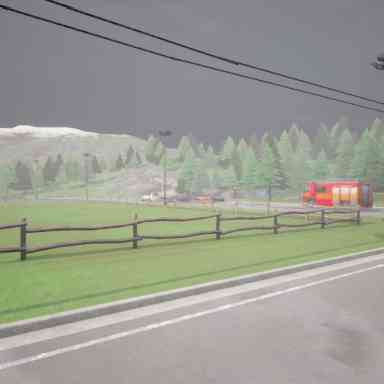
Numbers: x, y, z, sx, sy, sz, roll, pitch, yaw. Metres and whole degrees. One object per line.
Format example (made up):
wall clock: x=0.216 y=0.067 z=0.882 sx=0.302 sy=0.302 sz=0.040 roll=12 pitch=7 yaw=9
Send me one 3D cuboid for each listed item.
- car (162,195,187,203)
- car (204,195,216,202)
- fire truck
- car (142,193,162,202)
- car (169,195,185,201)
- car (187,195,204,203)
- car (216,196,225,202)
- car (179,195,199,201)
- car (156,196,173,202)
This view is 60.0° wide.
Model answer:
car: x=-3.552 y=1.564 z=67.109 sx=1.994 sy=1.385 sz=4.181 roll=0 pitch=0 yaw=-35
car: x=2.305 y=1.355 z=70.949 sx=2.097 sy=1.767 sz=4.553 roll=0 pitch=0 yaw=-35
fire truck: x=18.256 y=0.339 z=42.505 sx=2.891 sy=3.827 sz=8.468 roll=0 pitch=0 yaw=-30
car: x=-9.366 y=1.174 z=75.354 sx=2.150 sy=2.045 sz=5.566 roll=0 pitch=0 yaw=-35
car: x=-3.627 y=1.496 z=79.362 sx=1.994 sy=1.385 sz=4.181 roll=0 pitch=0 yaw=-35
car: x=-0.457 y=1.547 z=68.793 sx=2.033 sy=1.411 sz=5.357 roll=0 pitch=0 yaw=-35
car: x=5.086 y=1.595 z=73.078 sx=1.895 sy=1.301 sz=4.718 roll=0 pitch=0 yaw=-35
car: x=-0.766 y=1.483 z=81.379 sx=2.033 sy=1.411 sz=5.357 roll=0 pitch=0 yaw=-35
car: x=-6.505 y=1.541 z=77.370 sx=1.895 sy=1.301 sz=4.718 roll=0 pitch=0 yaw=-35
